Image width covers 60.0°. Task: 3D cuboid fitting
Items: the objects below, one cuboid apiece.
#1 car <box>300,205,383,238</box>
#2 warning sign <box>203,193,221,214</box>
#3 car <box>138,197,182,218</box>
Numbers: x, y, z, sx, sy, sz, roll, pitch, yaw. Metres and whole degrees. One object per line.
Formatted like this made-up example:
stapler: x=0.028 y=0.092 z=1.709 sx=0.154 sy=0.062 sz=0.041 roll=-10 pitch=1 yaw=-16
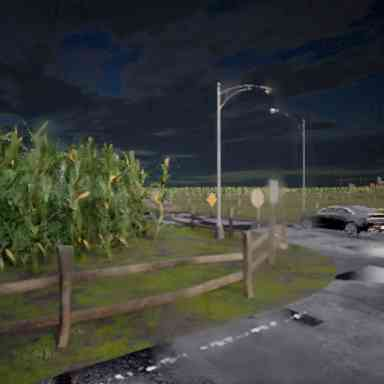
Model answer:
car: x=7.873 y=1.429 z=17.656 sx=2.128 sy=1.511 sz=4.902 roll=0 pitch=0 yaw=-25
warning sign: x=1.825 y=0.993 z=30.582 sx=1.300 sy=1.860 sz=1.060 roll=-1 pitch=0 yaw=-36
car: x=-2.783 y=1.259 z=27.922 sx=2.097 sy=1.767 sz=4.553 roll=0 pitch=0 yaw=-36
